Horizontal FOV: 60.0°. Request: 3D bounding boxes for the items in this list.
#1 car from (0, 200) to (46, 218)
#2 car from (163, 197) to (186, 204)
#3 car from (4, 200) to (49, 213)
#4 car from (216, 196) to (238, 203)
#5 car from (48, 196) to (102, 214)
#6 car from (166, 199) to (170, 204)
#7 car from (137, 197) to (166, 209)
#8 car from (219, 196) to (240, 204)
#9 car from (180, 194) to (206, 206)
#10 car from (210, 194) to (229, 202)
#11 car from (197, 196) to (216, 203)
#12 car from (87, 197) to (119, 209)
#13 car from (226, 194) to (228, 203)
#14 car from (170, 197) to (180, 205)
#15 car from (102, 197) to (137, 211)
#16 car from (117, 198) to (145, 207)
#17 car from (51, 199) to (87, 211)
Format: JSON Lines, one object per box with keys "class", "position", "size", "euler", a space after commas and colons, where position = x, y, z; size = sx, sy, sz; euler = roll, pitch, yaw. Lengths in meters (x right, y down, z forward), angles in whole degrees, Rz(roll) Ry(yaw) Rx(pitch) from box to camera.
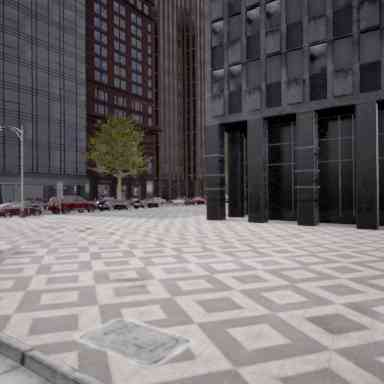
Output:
{"class": "car", "position": [-15.366, 1.578, 29.300], "size": [1.802, 1.307, 4.206], "euler": [-1, 0, 35]}
{"class": "car", "position": [-3.202, 1.576, 62.008], "size": [1.947, 1.339, 4.313], "euler": [-1, 0, 35]}
{"class": "car", "position": [-19.189, 1.644, 38.781], "size": [1.947, 1.339, 4.313], "euler": [-1, 0, 35]}
{"class": "car", "position": [7.130, 1.472, 66.519], "size": [2.033, 1.411, 5.357], "euler": [-1, 0, 35]}
{"class": "car", "position": [-12.171, 1.292, 33.946], "size": [2.192, 1.841, 5.009], "euler": [-1, 0, 35]}
{"class": "car", "position": [-6.497, 1.547, 57.222], "size": [1.752, 1.417, 4.829], "euler": [-1, 0, 35]}
{"class": "car", "position": [-5.776, 1.510, 43.234], "size": [1.947, 1.339, 4.313], "euler": [-1, 0, 35]}
{"class": "car", "position": [7.012, 1.466, 61.813], "size": [1.947, 1.339, 4.313], "euler": [-1, 0, 35]}
{"class": "car", "position": [0.618, 1.464, 52.524], "size": [1.887, 1.381, 4.507], "euler": [-1, 0, 35]}
{"class": "car", "position": [6.388, 1.299, 75.945], "size": [2.192, 1.841, 5.009], "euler": [-1, 0, 35]}
{"class": "car", "position": [3.193, 1.537, 71.299], "size": [1.887, 1.381, 4.507], "euler": [-1, 0, 35]}
{"class": "car", "position": [-12.796, 1.486, 48.071], "size": [1.967, 1.590, 4.097], "euler": [-1, 0, 35]}
{"class": "car", "position": [3.813, 1.224, 57.170], "size": [2.192, 1.841, 5.009], "euler": [-1, 0, 35]}
{"class": "car", "position": [-0.983, 1.549, 54.728], "size": [1.895, 1.301, 4.718], "euler": [-1, 0, 35]}
{"class": "car", "position": [-8.972, 1.526, 38.590], "size": [1.947, 1.339, 4.313], "euler": [-1, 0, 35]}
{"class": "car", "position": [-9.597, 1.615, 52.717], "size": [1.802, 1.307, 4.206], "euler": [-1, 0, 35]}
{"class": "car", "position": [-15.992, 1.644, 43.426], "size": [1.802, 1.307, 4.206], "euler": [-1, 0, 35]}
